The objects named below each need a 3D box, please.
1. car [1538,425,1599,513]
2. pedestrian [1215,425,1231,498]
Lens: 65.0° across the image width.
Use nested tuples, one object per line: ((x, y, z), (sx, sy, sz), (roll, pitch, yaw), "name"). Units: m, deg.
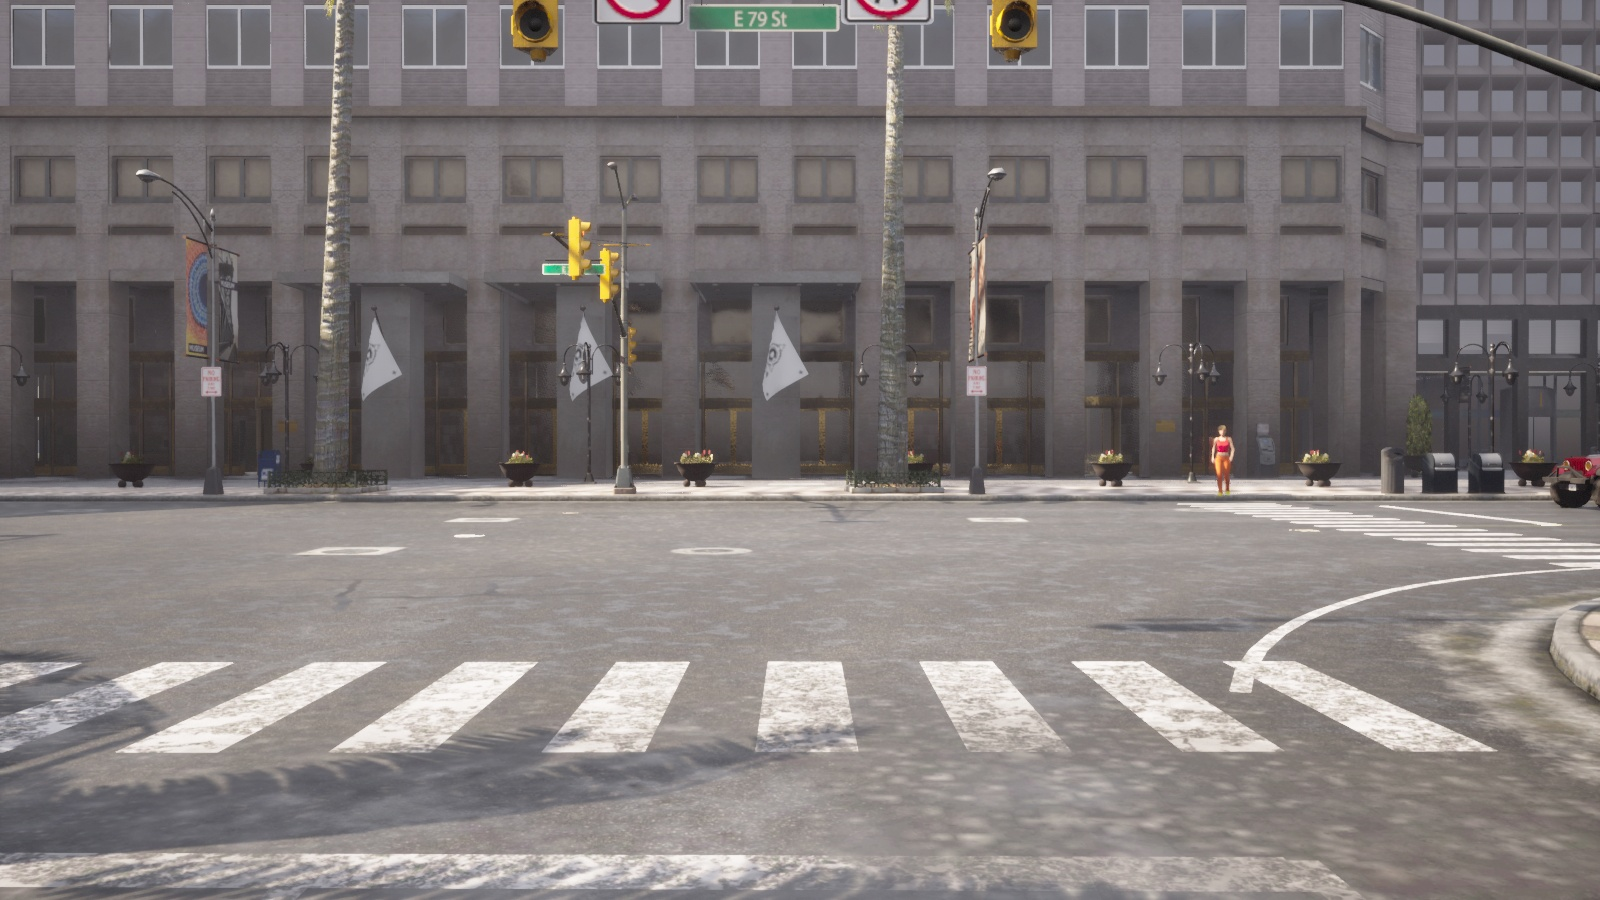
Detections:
((18.784, 0.401, 27.708), (3.866, 1.878, 1.905), (0, 0, 1), "car")
((10.738, 0.278, 31.903), (0.345, 1.836, 0.594), (0, 0, 22), "pedestrian")
